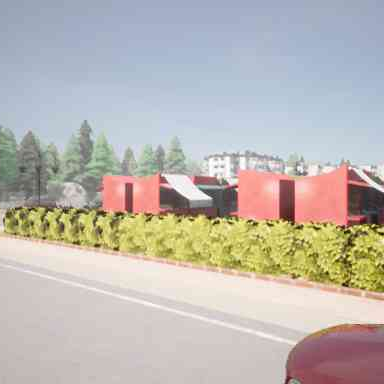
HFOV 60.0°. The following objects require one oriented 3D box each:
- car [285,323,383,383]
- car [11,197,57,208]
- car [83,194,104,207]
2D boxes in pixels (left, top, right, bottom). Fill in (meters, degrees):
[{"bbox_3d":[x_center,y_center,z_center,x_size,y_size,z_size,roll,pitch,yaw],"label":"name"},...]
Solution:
[{"bbox_3d":[2.883,1.526,1.904,4.674,1.442,1.812,0,0,35],"label":"car"},{"bbox_3d":[-17.286,1.397,36.455,2.097,1.767,4.553,0,0,36],"label":"car"},{"bbox_3d":[-10.300,1.267,40.075,2.150,2.045,5.566,0,0,36],"label":"car"}]
